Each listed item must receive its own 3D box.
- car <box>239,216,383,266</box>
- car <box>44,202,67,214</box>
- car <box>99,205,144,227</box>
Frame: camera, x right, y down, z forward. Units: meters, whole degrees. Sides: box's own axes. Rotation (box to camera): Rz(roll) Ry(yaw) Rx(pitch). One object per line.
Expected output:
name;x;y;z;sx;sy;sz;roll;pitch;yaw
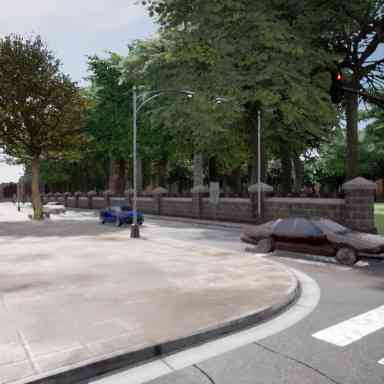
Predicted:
car;4.288;1.615;12.171;2.033;1.411;5.357;0;0;-43
car;-17.200;1.979;41.600;1.812;1.442;4.674;0;-1;-35
car;-5.374;1.697;24.956;1.882;1.535;5.008;0;0;-36
